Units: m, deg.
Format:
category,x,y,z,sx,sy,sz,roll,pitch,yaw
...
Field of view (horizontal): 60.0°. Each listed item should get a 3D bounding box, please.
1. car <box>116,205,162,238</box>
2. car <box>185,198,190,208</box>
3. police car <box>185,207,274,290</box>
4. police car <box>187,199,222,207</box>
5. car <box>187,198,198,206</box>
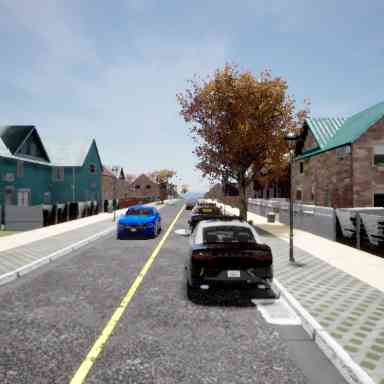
category,x,y,z,sx,sy,sz,roll,pitch,yaw
car,-2.722,1.487,17.965,1.882,1.535,5.008,0,0,0
car,0.097,1.641,45.015,2.033,1.411,5.357,0,0,1
police car,0.839,1.429,9.213,1.930,1.638,5.238,0,0,0
police car,0.855,1.435,19.213,1.930,1.638,5.238,0,0,0
car,0.097,1.756,62.021,1.994,1.385,4.181,0,0,0
